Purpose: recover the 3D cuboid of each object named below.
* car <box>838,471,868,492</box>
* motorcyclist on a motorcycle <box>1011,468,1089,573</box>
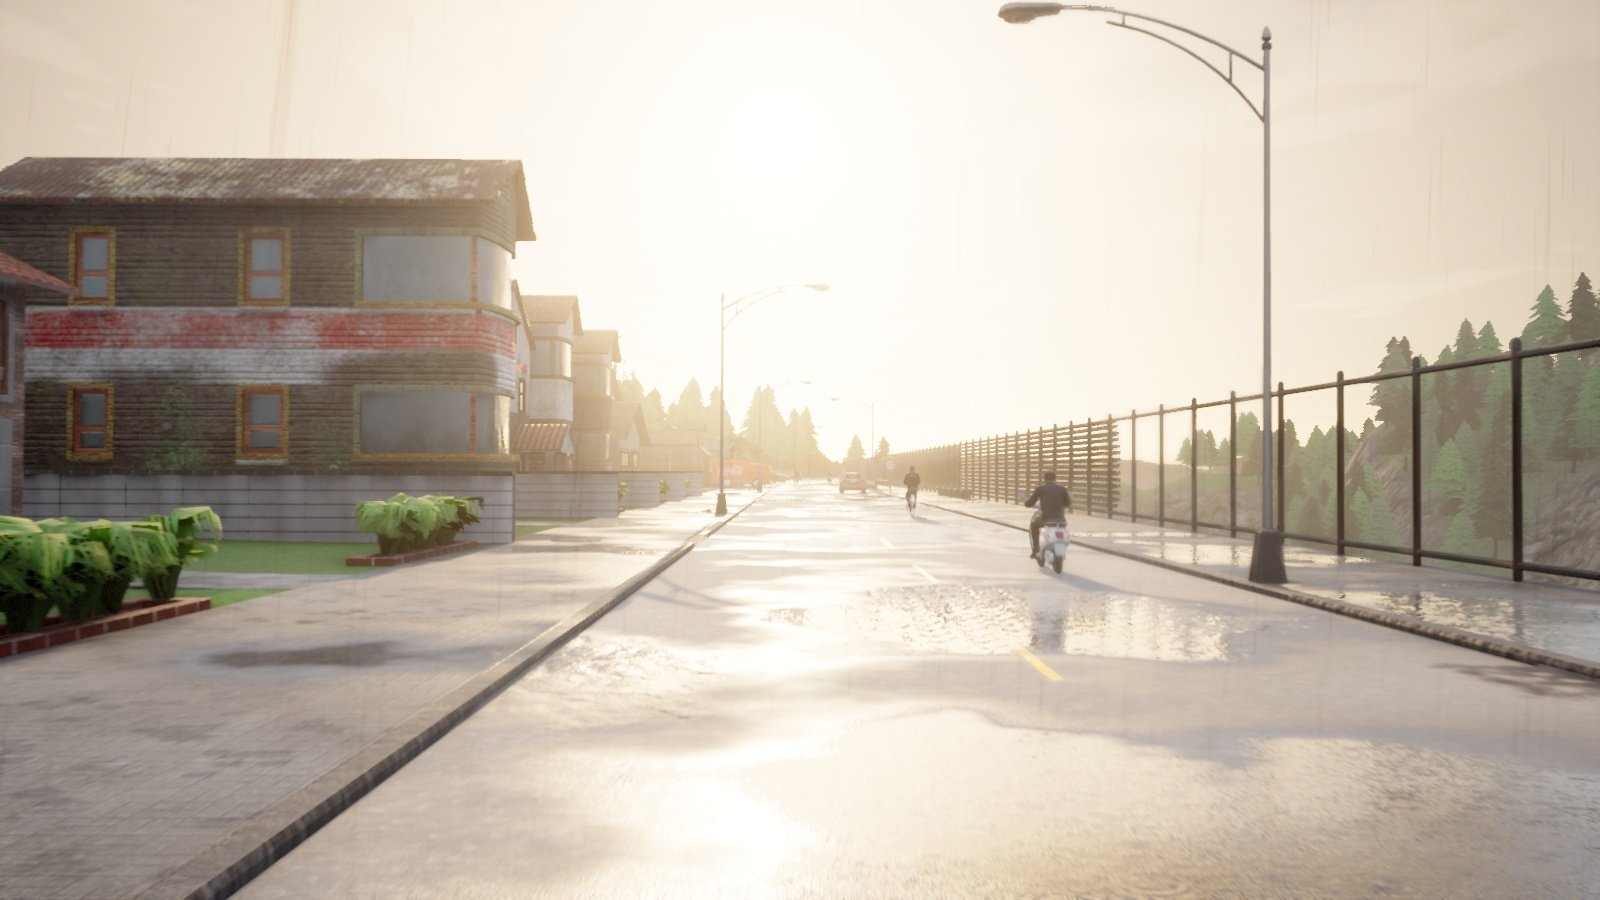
[{"bbox_3d":[3.779,2.274,90.122,1.970,1.475,3.806,0,-1,0],"label":"car"},{"bbox_3d":[3.951,1.087,20.017,0.866,1.590,1.817,0,-1,0],"label":"motorcyclist on a motorcycle"}]
